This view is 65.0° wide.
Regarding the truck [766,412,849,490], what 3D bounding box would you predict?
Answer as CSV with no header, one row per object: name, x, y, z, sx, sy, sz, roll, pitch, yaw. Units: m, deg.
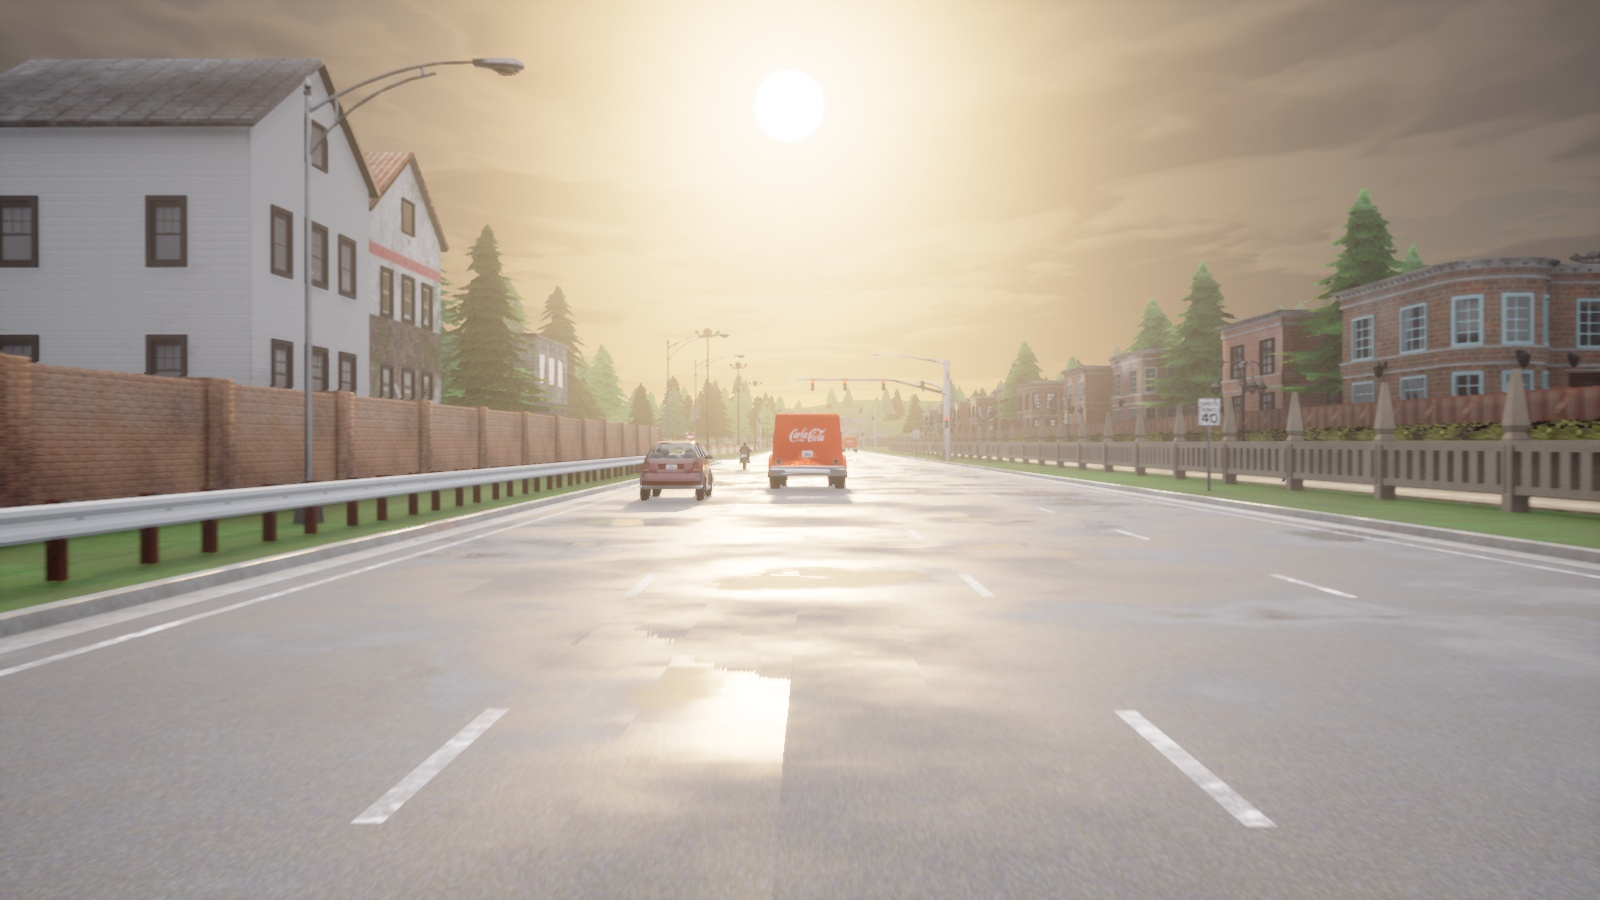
truck,0.256,0.018,42.443,2.627,2.467,5.204,0,0,0

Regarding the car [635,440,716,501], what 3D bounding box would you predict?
car,-3.292,0.529,33.878,1.789,1.549,3.705,0,0,0
